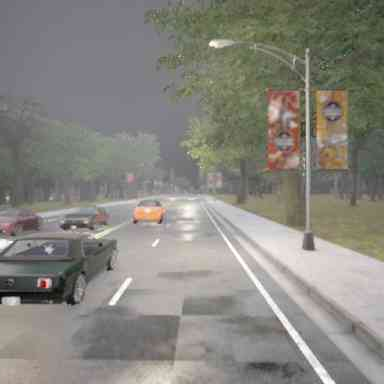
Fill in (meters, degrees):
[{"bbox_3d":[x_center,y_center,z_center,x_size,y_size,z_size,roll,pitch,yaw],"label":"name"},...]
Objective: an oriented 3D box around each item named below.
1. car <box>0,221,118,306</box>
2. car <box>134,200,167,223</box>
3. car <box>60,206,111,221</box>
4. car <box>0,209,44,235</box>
[{"bbox_3d":[-3.150,1.626,8.037,1.895,1.301,4.718,0,0,0],"label":"car"},{"bbox_3d":[-3.116,1.382,25.588,2.097,1.767,4.553,0,0,0],"label":"car"},{"bbox_3d":[-6.571,1.585,21.159,2.033,1.411,5.357,0,0,0],"label":"car"},{"bbox_3d":[-9.831,1.604,18.161,1.994,1.385,4.181,0,0,0],"label":"car"}]
